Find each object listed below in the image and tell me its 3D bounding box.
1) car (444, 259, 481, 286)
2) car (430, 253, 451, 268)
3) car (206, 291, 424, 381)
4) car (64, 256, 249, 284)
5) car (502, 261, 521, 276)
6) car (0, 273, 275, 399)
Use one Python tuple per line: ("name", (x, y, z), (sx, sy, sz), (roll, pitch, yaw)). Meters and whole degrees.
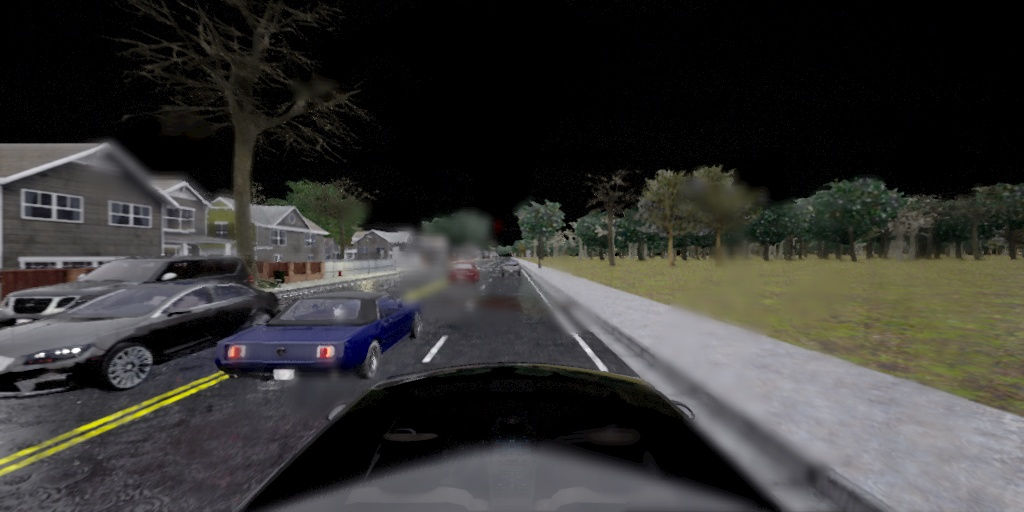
("car", (-3.261, 1.230, 25.354), (1.882, 1.535, 5.008), (0, 0, 0))
("car", (-9.998, 0.607, 50.606), (2.150, 2.045, 5.566), (0, 0, 0))
("car", (-3.168, 1.362, 7.208), (1.895, 1.301, 4.718), (0, 0, 0))
("car", (-9.884, 1.011, 10.015), (2.150, 2.045, 5.566), (0, 0, 0))
("car", (-0.074, 1.225, 36.249), (2.128, 1.511, 4.902), (0, 0, 0))
("car", (-6.617, 1.265, 6.851), (2.128, 1.511, 4.902), (0, 0, 0))
